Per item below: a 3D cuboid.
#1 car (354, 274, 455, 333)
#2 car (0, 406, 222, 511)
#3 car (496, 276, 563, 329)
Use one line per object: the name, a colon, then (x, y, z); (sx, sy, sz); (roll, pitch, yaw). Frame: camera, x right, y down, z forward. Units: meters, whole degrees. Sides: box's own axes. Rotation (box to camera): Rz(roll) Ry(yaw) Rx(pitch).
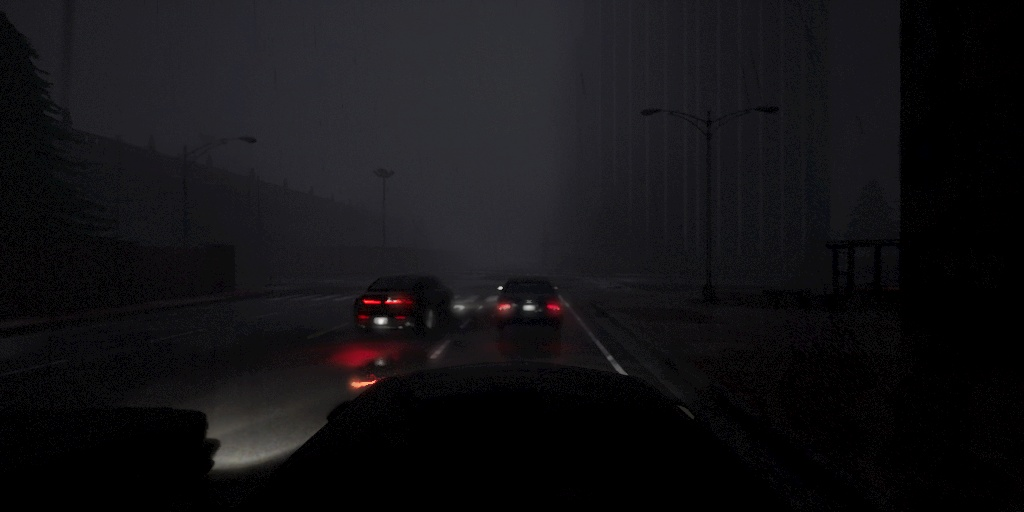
car: (-2.995, 1.280, 10.834); (1.837, 1.490, 4.892); (0, 0, 2)
car: (-3.249, 1.293, 0.420); (2.033, 1.411, 5.357); (0, 0, -2)
car: (0.511, 1.325, 11.328); (2.033, 1.411, 5.357); (0, 0, 2)
